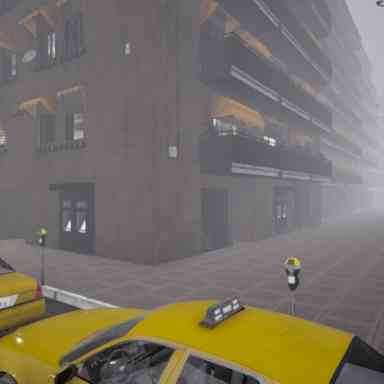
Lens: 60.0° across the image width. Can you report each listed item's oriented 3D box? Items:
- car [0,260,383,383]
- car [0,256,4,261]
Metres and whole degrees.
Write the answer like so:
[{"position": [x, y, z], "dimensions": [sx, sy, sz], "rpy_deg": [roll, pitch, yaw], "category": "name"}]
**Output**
[{"position": [0.024, 1.525, 2.709], "dimensions": [4.829, 1.417, 1.752], "rpy_deg": [0, 0, 36], "category": "car"}, {"position": [-4.563, 1.526, 5.991], "dimensions": [4.829, 1.417, 1.752], "rpy_deg": [0, 0, 36], "category": "car"}]
